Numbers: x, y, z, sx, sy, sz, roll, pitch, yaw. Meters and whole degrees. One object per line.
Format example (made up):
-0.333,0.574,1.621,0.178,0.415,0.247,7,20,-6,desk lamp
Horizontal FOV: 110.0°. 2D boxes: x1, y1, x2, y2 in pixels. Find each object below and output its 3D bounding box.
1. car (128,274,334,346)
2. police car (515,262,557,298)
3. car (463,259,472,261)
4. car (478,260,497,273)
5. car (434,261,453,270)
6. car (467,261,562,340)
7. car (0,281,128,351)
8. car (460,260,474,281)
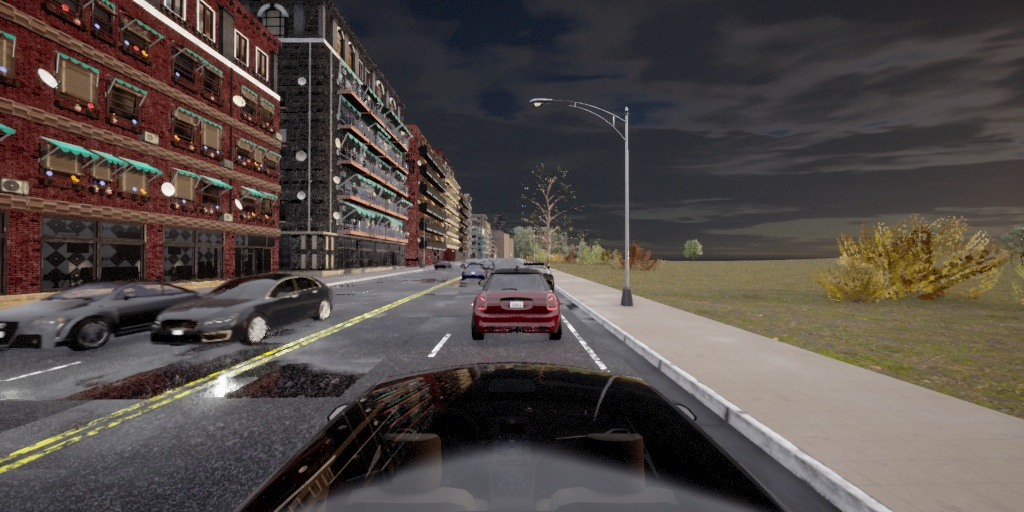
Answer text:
-6.586,1.257,9.495,1.837,1.490,4.892,0,0,0,car
1.176,1.180,19.620,1.930,1.638,5.238,0,0,0,police car
-6.479,1.249,53.139,2.128,1.511,4.902,0,0,0,car
-3.050,1.305,45.950,2.033,1.411,5.357,0,0,0,car
-9.738,1.359,50.900,1.895,1.301,4.718,0,0,0,car
0.113,1.105,10.124,2.097,1.767,4.553,0,0,0,car
-9.835,1.316,8.835,1.994,1.385,4.181,0,0,0,car
-3.086,1.320,30.587,1.994,1.385,4.181,0,0,0,car
